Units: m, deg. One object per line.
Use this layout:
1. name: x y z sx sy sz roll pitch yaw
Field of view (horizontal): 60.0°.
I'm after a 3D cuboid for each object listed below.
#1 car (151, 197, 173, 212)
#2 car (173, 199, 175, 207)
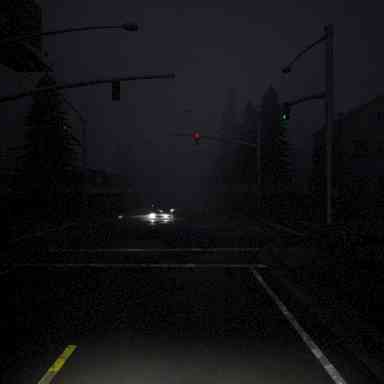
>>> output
1. car: -3.550 1.601 38.211 1.895 1.301 4.718 0 0 0
2. car: -3.520 1.505 48.336 1.837 1.490 4.892 0 0 0
